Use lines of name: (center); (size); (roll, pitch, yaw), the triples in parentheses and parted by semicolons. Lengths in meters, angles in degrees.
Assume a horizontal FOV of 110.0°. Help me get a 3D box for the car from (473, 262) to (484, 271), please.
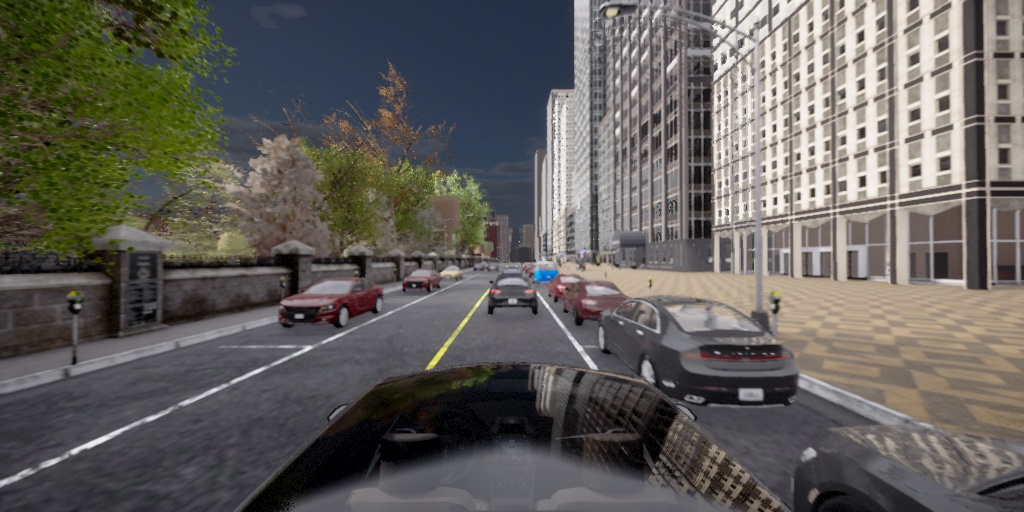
car: (-5.711, 1.929, 62.530); (1.948, 1.339, 4.313); (0, 0, 0)

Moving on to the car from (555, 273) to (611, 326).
car: (2.686, 1.428, 11.846); (1.802, 1.307, 4.207); (0, 0, 0)

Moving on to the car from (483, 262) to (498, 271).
car: (-3.074, 1.822, 59.381); (2.128, 1.511, 4.902); (0, -1, 0)

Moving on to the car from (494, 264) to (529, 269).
car: (0.018, 1.542, 27.022); (2.033, 1.411, 5.357); (0, -1, 0)

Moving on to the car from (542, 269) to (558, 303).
car: (2.684, 1.482, 17.477); (1.802, 1.307, 4.207); (0, 0, 0)

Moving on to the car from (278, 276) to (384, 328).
car: (-5.695, 1.391, 11.843); (1.888, 1.381, 4.507); (0, 0, 0)

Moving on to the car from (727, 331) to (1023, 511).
car: (2.689, 1.290, 0.581); (2.007, 1.370, 4.403); (0, 0, 0)

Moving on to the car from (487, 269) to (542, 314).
car: (0.043, 1.396, 14.364); (1.812, 1.442, 4.674); (0, -1, 0)

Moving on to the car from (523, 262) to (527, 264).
car: (2.673, 1.827, 51.269); (1.802, 1.307, 4.207); (0, 0, 0)

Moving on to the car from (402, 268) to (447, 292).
car: (-5.698, 1.501, 23.106); (1.888, 1.381, 4.507); (0, 0, 0)

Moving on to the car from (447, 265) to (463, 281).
car: (-5.702, 1.595, 34.201); (1.751, 1.417, 4.829); (0, 0, 0)

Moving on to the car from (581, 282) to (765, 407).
car: (2.687, 1.343, 6.213); (2.007, 1.370, 4.403); (0, 0, 0)

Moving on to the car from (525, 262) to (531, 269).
car: (2.677, 1.710, 40.004); (1.802, 1.307, 4.207); (0, 0, 0)

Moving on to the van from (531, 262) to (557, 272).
van: (2.680, 1.353, 28.742); (1.690, 1.789, 3.998); (0, 0, 0)
